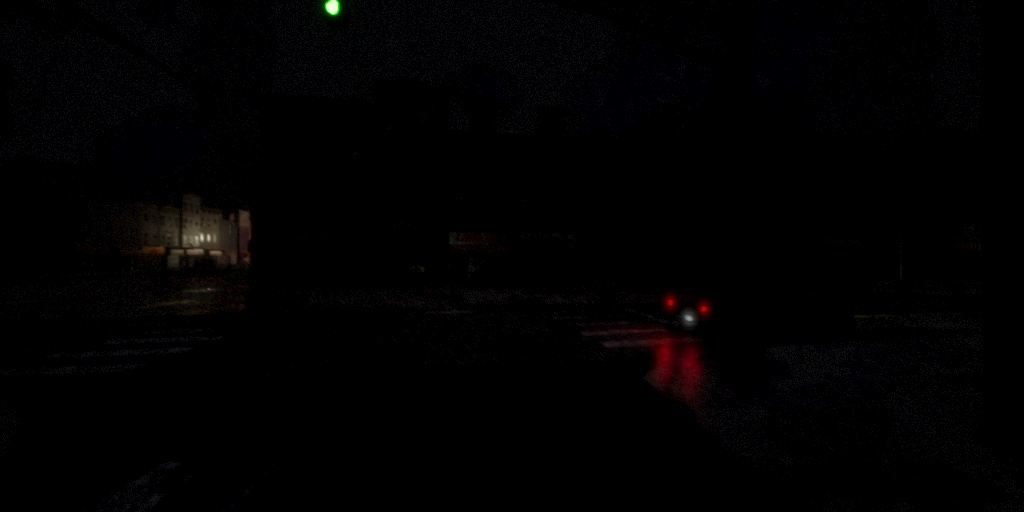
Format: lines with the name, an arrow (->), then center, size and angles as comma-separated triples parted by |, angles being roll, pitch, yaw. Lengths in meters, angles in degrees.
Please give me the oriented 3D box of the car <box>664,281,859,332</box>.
car -> 6.837, 1.349, 9.909 | 4.718, 1.301, 1.895 | 0, 0, -12
